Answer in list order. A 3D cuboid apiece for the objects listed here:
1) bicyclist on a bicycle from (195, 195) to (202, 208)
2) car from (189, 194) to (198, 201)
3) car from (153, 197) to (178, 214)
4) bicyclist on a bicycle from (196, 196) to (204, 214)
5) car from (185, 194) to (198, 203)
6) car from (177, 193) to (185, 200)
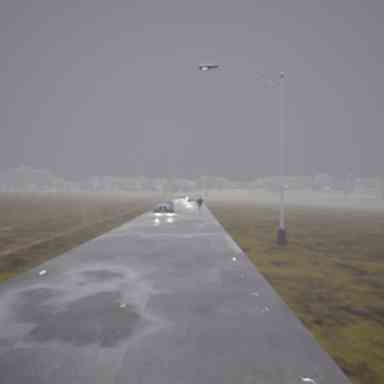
[{"bbox_3d":[0.873,1.235,42.182,0.866,1.612,1.509,0,0,0],"label":"bicyclist on a bicycle"},{"bbox_3d":[0.286,1.160,76.016,2.033,1.411,5.357,0,0,0],"label":"car"},{"bbox_3d":[-2.785,1.413,33.793,1.994,1.385,4.181,0,0,0],"label":"car"},{"bbox_3d":[0.809,1.231,32.069,0.659,1.776,1.843,0,1,0],"label":"bicyclist on a bicycle"},{"bbox_3d":[0.231,1.255,61.645,1.994,1.385,4.181,0,0,1],"label":"car"},{"bbox_3d":[-2.464,0.978,76.019,1.882,1.535,5.008,0,0,0],"label":"car"}]
